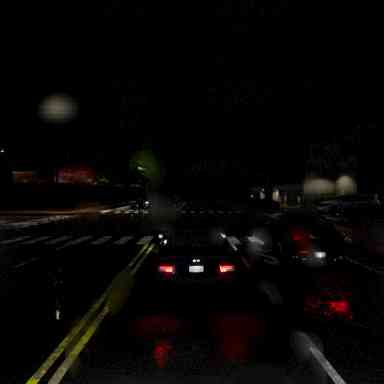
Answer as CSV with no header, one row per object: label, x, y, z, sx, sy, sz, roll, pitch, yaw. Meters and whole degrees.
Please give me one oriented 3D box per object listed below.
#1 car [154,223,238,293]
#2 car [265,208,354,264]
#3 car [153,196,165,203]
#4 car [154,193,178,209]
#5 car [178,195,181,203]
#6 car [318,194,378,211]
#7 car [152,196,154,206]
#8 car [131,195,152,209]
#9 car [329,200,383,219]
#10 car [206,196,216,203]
car,0.025,1.547,8.993,2.033,1.411,5.357,0,0,-1
car,3.819,1.507,11.875,1.837,1.490,4.892,0,1,4
car,-6.754,1.561,69.105,1.994,1.385,4.181,0,0,0
car,-3.514,1.221,46.150,2.150,2.045,5.566,0,0,1
car,-3.408,1.601,57.813,1.895,1.301,4.718,0,0,1
car,15.021,1.222,31.820,5.566,2.045,2.150,0,0,1
car,-6.946,1.353,54.444,2.097,1.767,4.553,0,0,1
car,-7.017,1.505,45.224,1.837,1.490,4.892,0,0,1
car,14.608,1.600,28.301,4.718,1.301,1.895,0,0,0
car,3.829,1.564,66.674,1.994,1.385,4.181,0,0,0
